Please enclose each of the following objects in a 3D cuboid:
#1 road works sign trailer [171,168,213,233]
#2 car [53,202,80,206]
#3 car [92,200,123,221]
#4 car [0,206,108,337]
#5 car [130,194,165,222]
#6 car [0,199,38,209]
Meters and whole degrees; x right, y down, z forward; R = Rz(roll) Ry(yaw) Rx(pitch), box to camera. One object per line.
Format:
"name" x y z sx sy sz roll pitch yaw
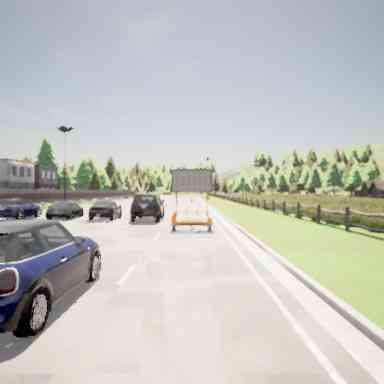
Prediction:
"road works sign trailer" -0.006 0.425 19.266 2.380 3.560 2.880 0 0 0
"car" -10.409 1.508 27.559 1.994 1.385 4.181 0 0 0
"car" -6.908 1.451 26.890 1.837 1.490 4.892 0 0 0
"car" -3.402 1.338 6.780 2.097 1.767 4.553 0 0 0
"car" -3.408 1.169 26.153 2.150 2.045 5.566 0 0 0
"car" -13.908 1.299 26.569 2.097 1.767 4.553 0 0 0
